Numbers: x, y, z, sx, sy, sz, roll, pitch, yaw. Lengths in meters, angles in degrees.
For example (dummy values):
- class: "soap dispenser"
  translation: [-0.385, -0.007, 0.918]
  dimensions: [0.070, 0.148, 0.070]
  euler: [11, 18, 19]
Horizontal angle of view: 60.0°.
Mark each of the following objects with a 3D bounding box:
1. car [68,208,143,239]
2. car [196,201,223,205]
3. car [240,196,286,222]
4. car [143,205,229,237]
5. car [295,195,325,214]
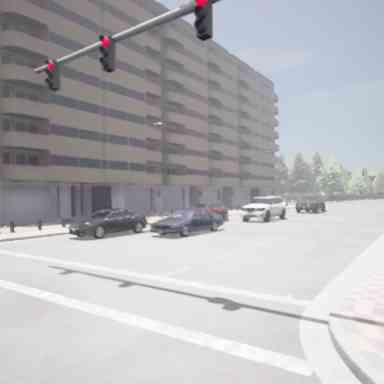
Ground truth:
- class: "car"
  translation: [-4.682, 1.727, 19.041]
  dimensions: [1.837, 1.490, 4.892]
  euler: [-1, -1, 35]
- class: "car"
  translation: [1.098, 1.573, 27.138]
  dimensions: [2.097, 1.767, 4.553]
  euler: [-1, -1, 36]
- class: "car"
  translation: [6.140, 1.380, 28.129]
  dimensions: [2.150, 2.045, 5.566]
  euler: [-1, -1, 36]
- class: "car"
  translation: [-0.101, 1.707, 19.470]
  dimensions: [2.033, 1.411, 5.357]
  euler: [-1, -1, 35]
- class: "car"
  translation: [13.840, 1.377, 38.682]
  dimensions: [2.150, 2.045, 5.566]
  euler: [-1, -1, 36]
